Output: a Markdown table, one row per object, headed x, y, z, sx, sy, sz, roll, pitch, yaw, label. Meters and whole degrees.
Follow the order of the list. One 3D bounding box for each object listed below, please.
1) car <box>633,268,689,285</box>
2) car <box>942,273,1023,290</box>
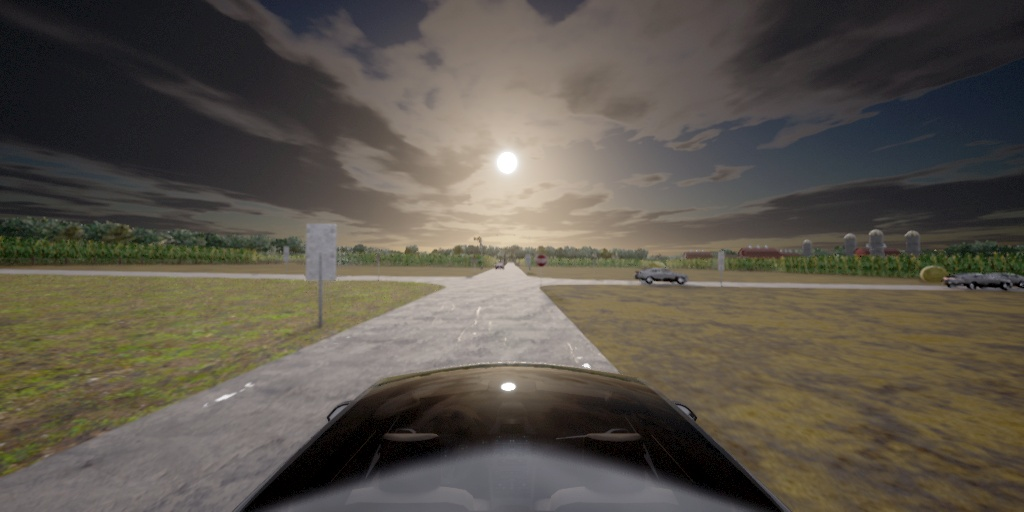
| x | y | z | sx | sy | sz | roll | pitch | yaw | label |
| --- | --- | --- | --- | --- | --- | --- | --- | --- | --- |
| 13.911 | 1.855 | 33.502 | 4.902 | 1.511 | 2.128 | 1 | 0 | 0 | car |
| 43.367 | 2.349 | 33.444 | 4.902 | 1.511 | 2.128 | 1 | 0 | 2 | car |
